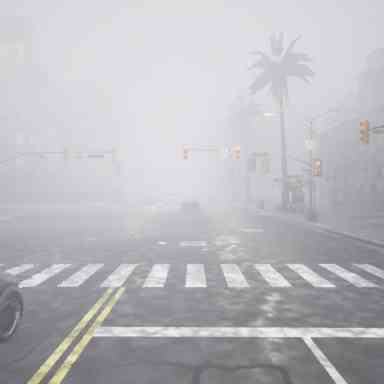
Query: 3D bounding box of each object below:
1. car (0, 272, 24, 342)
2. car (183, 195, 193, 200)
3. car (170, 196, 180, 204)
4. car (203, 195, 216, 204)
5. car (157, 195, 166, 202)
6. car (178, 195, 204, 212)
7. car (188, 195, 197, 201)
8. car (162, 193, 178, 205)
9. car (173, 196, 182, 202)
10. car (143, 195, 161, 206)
[{"bbox_3d":[-3.666,1.564,3.638,1.994,1.385,4.181,0,0,-1],"label":"car"},{"bbox_3d":[-1.203,1.524,95.421,1.812,1.442,4.674,0,0,-12],"label":"car"},{"bbox_3d":[-3.392,1.526,67.055,1.812,1.442,4.674,0,0,1],"label":"car"},{"bbox_3d":[3.721,1.491,65.626,2.128,1.511,4.902,0,0,0],"label":"car"},{"bbox_3d":[-6.860,1.524,75.133,1.812,1.442,4.674,0,0,0],"label":"car"},{"bbox_3d":[-0.083,1.477,38.553,1.882,1.535,5.008,1,0,6],"label":"car"},{"bbox_3d":[0.058,1.540,84.335,2.033,1.411,5.357,0,0,-4],"label":"car"},{"bbox_3d":[-3.421,1.221,57.546,2.150,2.045,5.566,0,0,1],"label":"car"},{"bbox_3d":[-3.357,1.595,77.148,1.895,1.301,4.718,0,0,0],"label":"car"},{"bbox_3d":[-6.936,1.352,56.353,2.097,1.767,4.553,0,0,1],"label":"car"}]
